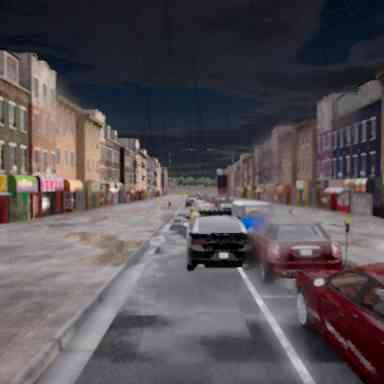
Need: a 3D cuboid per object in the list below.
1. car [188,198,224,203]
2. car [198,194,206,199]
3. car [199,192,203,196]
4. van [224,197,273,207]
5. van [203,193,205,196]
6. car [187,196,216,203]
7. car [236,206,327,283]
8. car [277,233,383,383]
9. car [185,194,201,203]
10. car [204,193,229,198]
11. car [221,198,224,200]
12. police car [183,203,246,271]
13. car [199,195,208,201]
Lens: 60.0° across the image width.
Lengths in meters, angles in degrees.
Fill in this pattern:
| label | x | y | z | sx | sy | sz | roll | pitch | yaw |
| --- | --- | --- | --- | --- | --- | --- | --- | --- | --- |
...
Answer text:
| label | x | y | z | sx | sy | sz | roll | pitch | yaw |
| --- | --- | --- | --- | --- | --- | --- | --- | --- | --- |
| car | 0.833 | 1.382 | 21.075 | 1.801 | 1.575 | 5.366 | 0 | 0 | 0 |
| car | 2.660 | 1.234 | 92.570 | 2.008 | 1.369 | 4.403 | -1 | 0 | 0 |
| car | 2.639 | 1.128 | 53.842 | 2.192 | 1.841 | 5.009 | -1 | 0 | 0 |
| van | 2.623 | 1.288 | 15.115 | 1.690 | 1.788 | 3.998 | -1 | 0 | 0 |
| van | 2.634 | 1.192 | 42.777 | 1.690 | 1.788 | 3.998 | -1 | 0 | 0 |
| car | 0.724 | 1.361 | 27.073 | 1.801 | 1.575 | 5.366 | 0 | 0 | 0 |
| car | 2.623 | 1.406 | 9.583 | 1.967 | 1.590 | 4.097 | -1 | 0 | 0 |
| car | 2.623 | 1.530 | 4.050 | 1.887 | 1.381 | 4.507 | -1 | 0 | 0 |
| car | 0.026 | 1.362 | 47.076 | 1.812 | 1.442 | 4.674 | 0 | 0 | 0 |
| car | 2.629 | 1.204 | 31.712 | 2.192 | 1.841 | 5.009 | -1 | 0 | 0 |
| car | 2.632 | 1.459 | 26.181 | 2.008 | 1.369 | 4.403 | -1 | 0 | 0 |
| police car | 0.747 | 1.387 | 10.979 | 1.930 | 1.638 | 5.238 | 0 | 0 | -1 |
| car | 2.654 | 1.320 | 75.972 | 1.802 | 1.307 | 4.206 | -1 | 0 | 0 |
